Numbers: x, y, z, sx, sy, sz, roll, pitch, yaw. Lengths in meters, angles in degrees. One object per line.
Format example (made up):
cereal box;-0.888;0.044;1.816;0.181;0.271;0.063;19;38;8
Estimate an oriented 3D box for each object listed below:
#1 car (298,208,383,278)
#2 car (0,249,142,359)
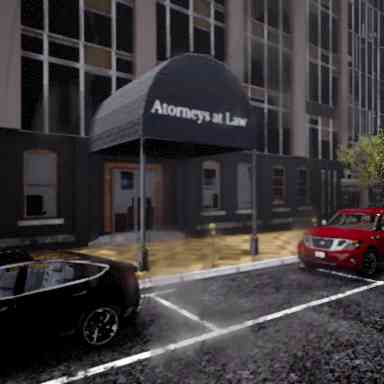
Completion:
car;5.606;1.455;10.745;5.009;1.841;2.192;1;-1;-36
car;-2.807;1.574;4.726;4.313;1.339;1.947;1;-1;-36
